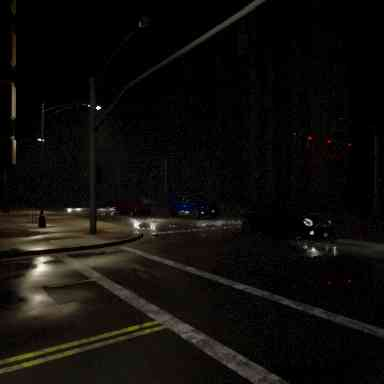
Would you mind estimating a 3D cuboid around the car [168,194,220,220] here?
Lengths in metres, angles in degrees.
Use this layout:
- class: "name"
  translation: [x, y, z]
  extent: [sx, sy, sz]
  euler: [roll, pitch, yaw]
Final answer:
- class: "car"
  translation: [0.071, 1.223, 29.076]
  extent: [2.150, 2.045, 5.566]
  euler: [0, 0, -36]

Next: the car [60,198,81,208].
- class: "car"
  translation: [-17.060, 1.565, 46.760]
  extent: [1.994, 1.385, 4.181]
  euler: [0, 0, -36]

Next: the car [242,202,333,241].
- class: "car"
  translation: [4.706, 1.352, 16.791]
  extent: [2.097, 1.767, 4.553]
  euler: [0, 0, -36]

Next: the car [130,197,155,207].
- class: "car"
  translation: [-7.830, 1.526, 52.079]
  extent: [1.812, 1.442, 4.674]
  euler: [0, 0, -37]

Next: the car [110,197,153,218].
- class: "car"
  translation: [-5.467, 1.477, 30.731]
  extent: [1.882, 1.535, 5.008]
  euler: [0, 0, -36]

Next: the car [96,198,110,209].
- class: "car"
  translation: [-12.752, 1.548, 46.753]
  extent: [2.033, 1.411, 5.357]
  euler: [0, 0, -36]

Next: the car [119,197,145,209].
- class: "car"
  translation: [-8.527, 1.526, 47.086]
  extent: [1.812, 1.442, 4.674]
  euler: [0, 0, -36]
